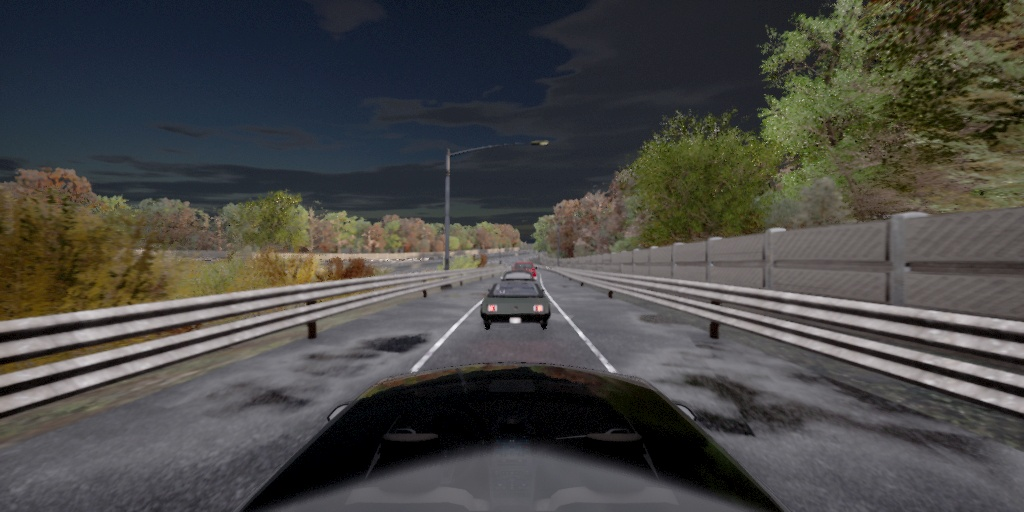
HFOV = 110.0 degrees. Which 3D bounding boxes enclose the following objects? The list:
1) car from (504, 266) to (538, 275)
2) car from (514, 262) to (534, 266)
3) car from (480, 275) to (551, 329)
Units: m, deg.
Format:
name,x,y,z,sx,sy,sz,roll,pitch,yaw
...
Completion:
name,x,y,z,sx,sy,sz,roll,pitch,yaw
car,0.354,1.487,19.132,1.882,1.535,5.008,0,-1,2
car,1.131,1.557,32.855,2.150,2.045,5.566,0,-1,3
car,0.135,1.444,11.625,1.895,1.301,4.718,0,-1,1
